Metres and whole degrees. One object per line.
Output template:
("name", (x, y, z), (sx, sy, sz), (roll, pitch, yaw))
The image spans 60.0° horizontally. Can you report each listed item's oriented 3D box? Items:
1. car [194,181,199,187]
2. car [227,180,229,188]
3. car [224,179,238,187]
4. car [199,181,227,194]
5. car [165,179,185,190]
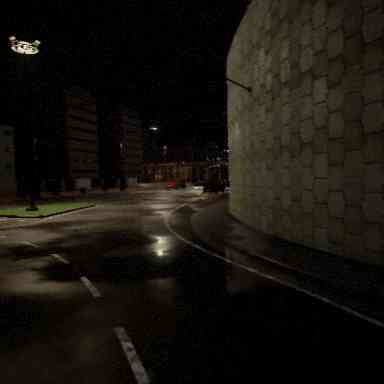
("car", (2.101, -1.886, 75.550), (2.033, 1.411, 5.357), (-1, 3, 19))
("car", (5.873, -1.486, 64.690), (2.033, 1.411, 5.357), (-1, 3, 20))
("car", (8.653, -1.952, 73.072), (2.128, 1.511, 4.902), (-1, 3, 19))
("car", (2.902, -0.587, 44.521), (1.882, 1.535, 5.008), (-1, 2, 18))
("car", (-3.021, -1.397, 60.395), (2.150, 2.045, 5.566), (-1, 3, 19))
